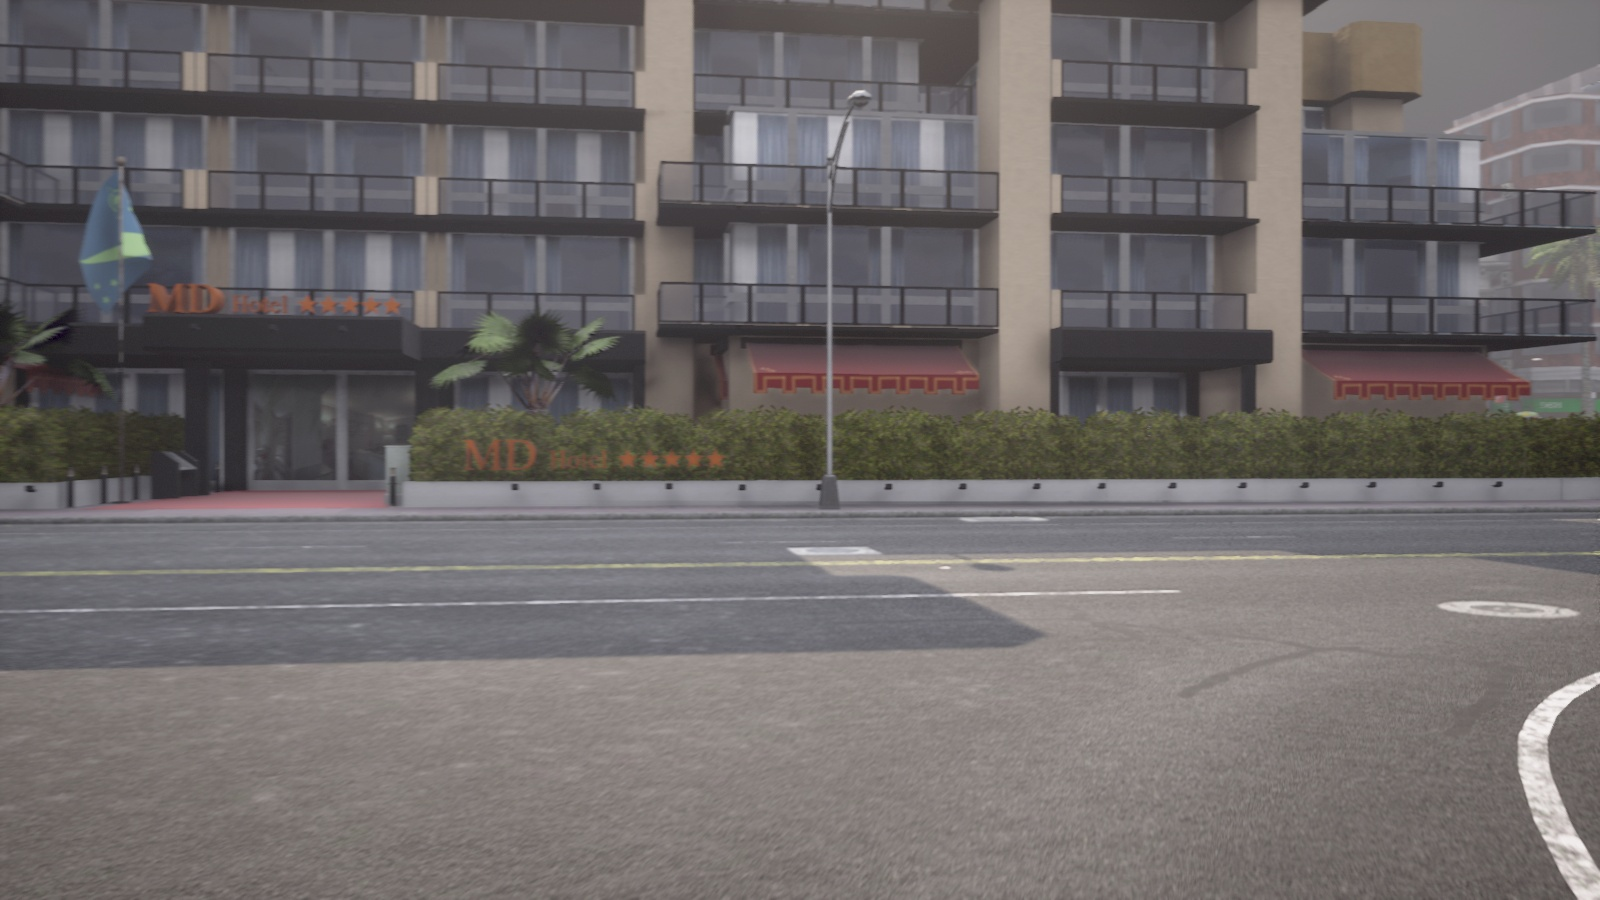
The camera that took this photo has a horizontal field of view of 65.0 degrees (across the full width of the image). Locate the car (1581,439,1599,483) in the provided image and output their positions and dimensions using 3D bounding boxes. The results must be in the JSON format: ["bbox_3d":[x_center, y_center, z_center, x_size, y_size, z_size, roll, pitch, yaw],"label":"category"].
[{"bbox_3d":[31.273,0.421,45.651,2.152,1.651,5.027,0,0,-8],"label":"car"}]
